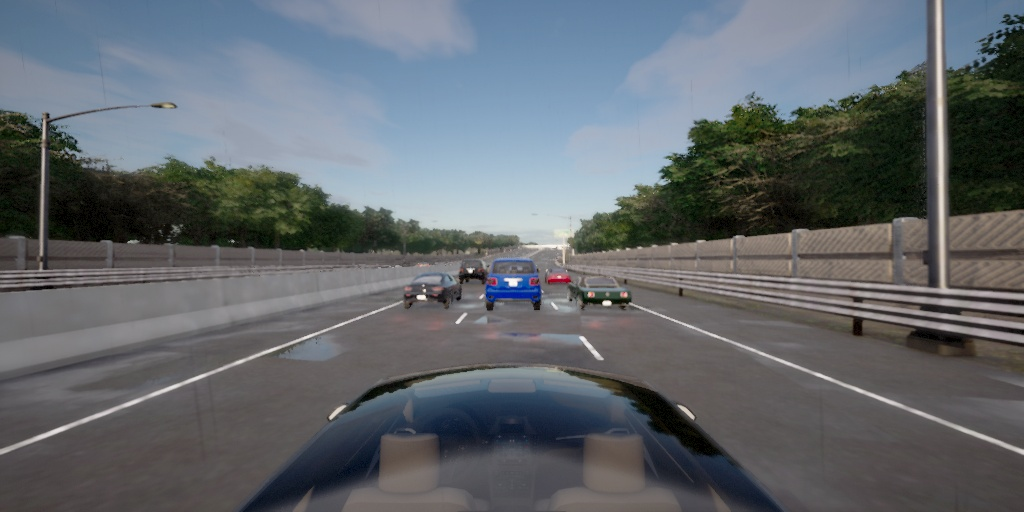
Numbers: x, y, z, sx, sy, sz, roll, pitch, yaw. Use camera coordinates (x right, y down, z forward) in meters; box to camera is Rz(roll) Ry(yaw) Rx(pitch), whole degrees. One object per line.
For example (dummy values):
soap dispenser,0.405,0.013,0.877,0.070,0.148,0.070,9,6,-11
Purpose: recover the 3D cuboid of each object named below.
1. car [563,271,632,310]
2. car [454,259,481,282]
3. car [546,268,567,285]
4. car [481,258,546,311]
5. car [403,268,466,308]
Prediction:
car,3.577,1.501,15.595,1.895,1.301,4.718,0,-1,1
car,-3.160,1.317,30.529,2.150,2.045,5.566,0,-1,1
car,3.850,1.670,30.644,1.994,1.385,4.181,0,-1,2
car,0.075,1.115,15.566,2.150,2.045,5.566,0,-1,1
car,-3.416,1.428,15.950,1.812,1.442,4.674,0,-1,1
